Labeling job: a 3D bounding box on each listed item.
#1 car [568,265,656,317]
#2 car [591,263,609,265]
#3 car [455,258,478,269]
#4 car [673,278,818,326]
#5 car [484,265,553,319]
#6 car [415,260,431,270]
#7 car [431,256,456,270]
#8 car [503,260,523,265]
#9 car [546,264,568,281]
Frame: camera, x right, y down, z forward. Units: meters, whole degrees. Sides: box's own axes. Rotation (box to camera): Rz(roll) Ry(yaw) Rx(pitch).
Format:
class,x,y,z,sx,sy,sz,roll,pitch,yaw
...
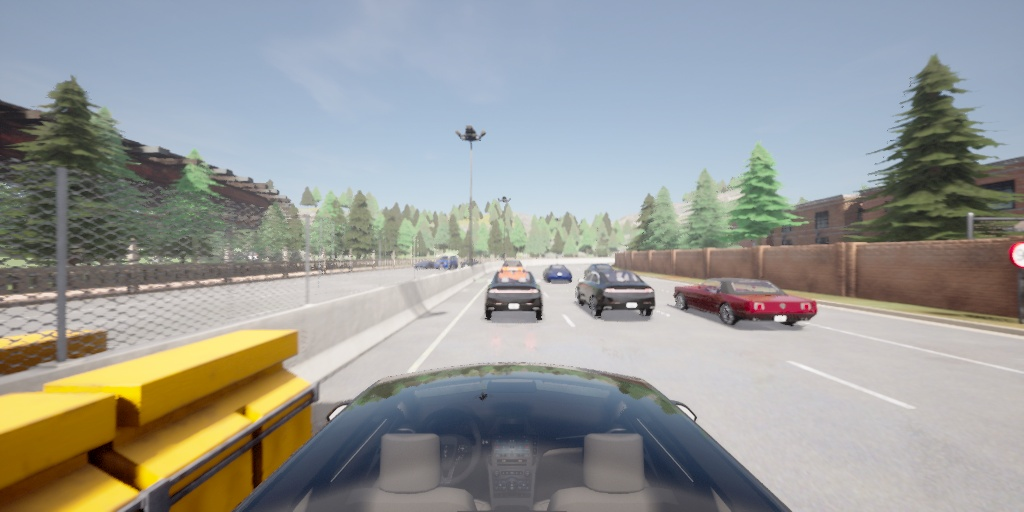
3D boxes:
class,x,y,z,sx,sy,sz,roll,pitch,yaw
car,3.567,1.245,13.055,2.128,1.511,4.902,0,0,0
car,7.074,1.281,29.039,1.812,1.442,4.674,0,0,0
car,-6.206,1.253,52.304,2.128,1.511,4.902,0,0,7
car,7.057,1.353,11.618,1.895,1.301,4.718,0,0,1
car,0.065,1.244,12.775,2.128,1.511,4.902,0,0,0
car,-13.014,1.310,54.430,2.033,1.411,5.357,0,0,8
car,-9.647,0.984,53.291,2.150,2.045,5.566,0,0,7
car,0.067,1.107,27.728,2.097,1.767,4.553,0,0,0
car,3.573,1.320,28.663,1.994,1.385,4.181,0,0,0
